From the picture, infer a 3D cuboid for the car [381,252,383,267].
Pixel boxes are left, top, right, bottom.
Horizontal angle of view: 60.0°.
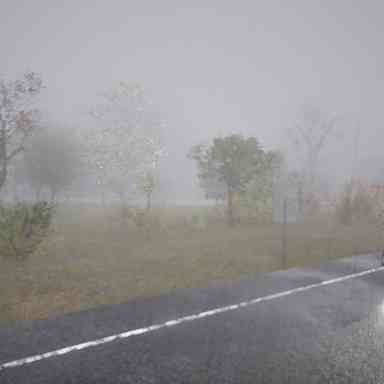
[{"bbox_3d":[7.173,1.687,9.096,4.718,1.301,1.895,1,0,-35],"label":"car"}]
